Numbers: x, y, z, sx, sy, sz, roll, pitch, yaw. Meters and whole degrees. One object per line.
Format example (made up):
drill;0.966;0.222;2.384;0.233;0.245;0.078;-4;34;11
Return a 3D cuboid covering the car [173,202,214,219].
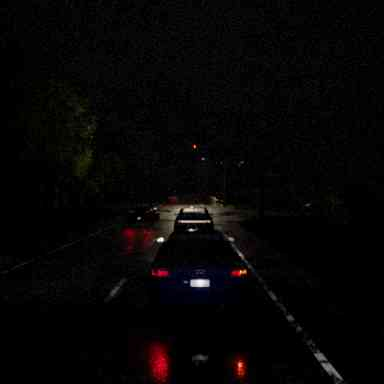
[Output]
car;0.093;1.491;16.721;2.128;1.511;4.902;0;0;0

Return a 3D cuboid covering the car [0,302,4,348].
car;-3.400;1.491;2.461;2.128;1.511;4.902;0;0;0

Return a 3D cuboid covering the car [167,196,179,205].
car;-3.440;1.513;59.792;1.812;1.442;4.674;0;0;0

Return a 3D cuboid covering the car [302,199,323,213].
car;15.445;1.569;39.428;4.553;1.767;2.097;1;-1;2

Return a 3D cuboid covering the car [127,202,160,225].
car;-3.416;1.491;23.918;2.128;1.511;4.902;0;0;0

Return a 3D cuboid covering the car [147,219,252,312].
car;0.103;1.564;7.818;1.994;1.385;4.181;0;0;-1
